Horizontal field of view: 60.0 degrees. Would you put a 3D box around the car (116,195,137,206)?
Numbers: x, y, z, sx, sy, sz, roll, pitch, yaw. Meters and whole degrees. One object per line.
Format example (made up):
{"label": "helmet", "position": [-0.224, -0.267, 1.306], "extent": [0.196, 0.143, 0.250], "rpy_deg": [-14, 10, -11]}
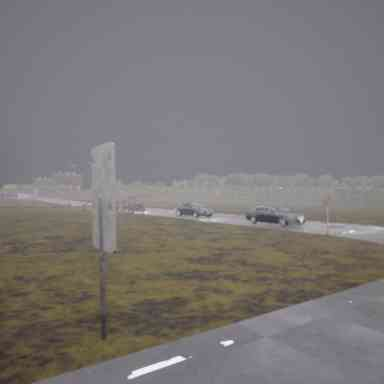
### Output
{"label": "car", "position": [-10.637, 1.461, 53.777], "extent": [2.150, 2.045, 5.566], "rpy_deg": [-1, 1, -36]}

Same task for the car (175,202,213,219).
{"label": "car", "position": [0.157, 1.799, 33.601], "extent": [1.837, 1.490, 4.892], "rpy_deg": [-1, 1, -36]}

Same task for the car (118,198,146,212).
{"label": "car", "position": [-7.856, 1.857, 44.854], "extent": [1.994, 1.385, 4.181], "rpy_deg": [-1, 1, -35]}

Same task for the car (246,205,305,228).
{"label": "car", "position": [6.197, 1.771, 25.139], "extent": [2.128, 1.511, 4.902], "rpy_deg": [-1, 1, -35]}
